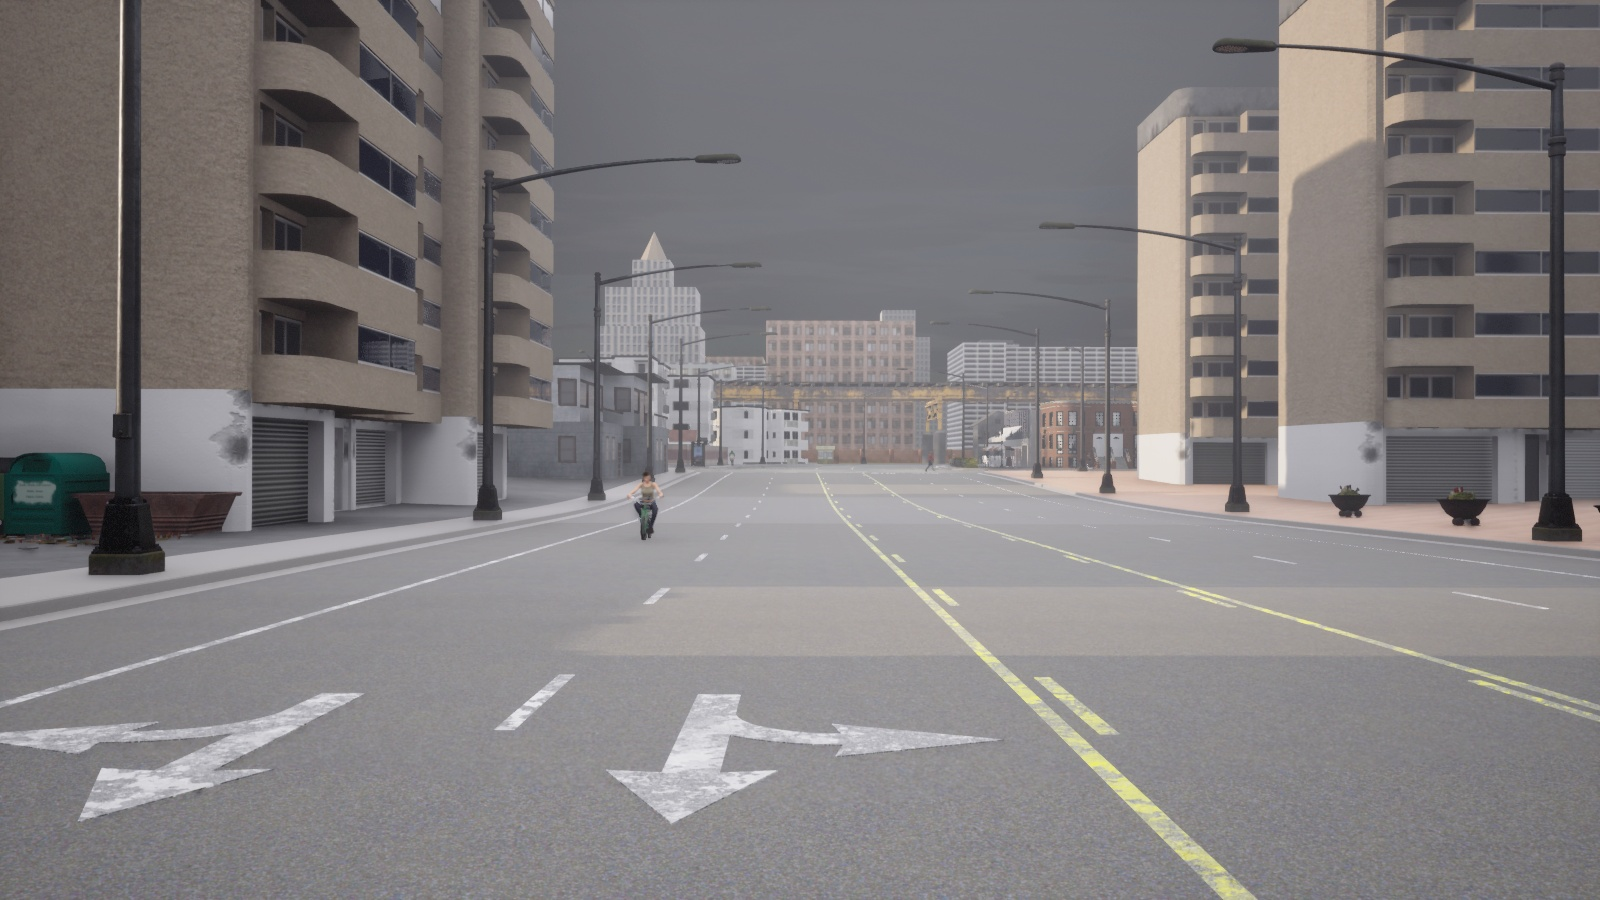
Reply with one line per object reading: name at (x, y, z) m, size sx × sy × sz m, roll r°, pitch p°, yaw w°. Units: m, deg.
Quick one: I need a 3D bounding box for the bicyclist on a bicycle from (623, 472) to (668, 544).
bicyclist on a bicycle at (-3.567, 1.316, 29.107) m, size 0.866 × 1.612 × 1.509 m, roll 0°, pitch -1°, yaw 0°
